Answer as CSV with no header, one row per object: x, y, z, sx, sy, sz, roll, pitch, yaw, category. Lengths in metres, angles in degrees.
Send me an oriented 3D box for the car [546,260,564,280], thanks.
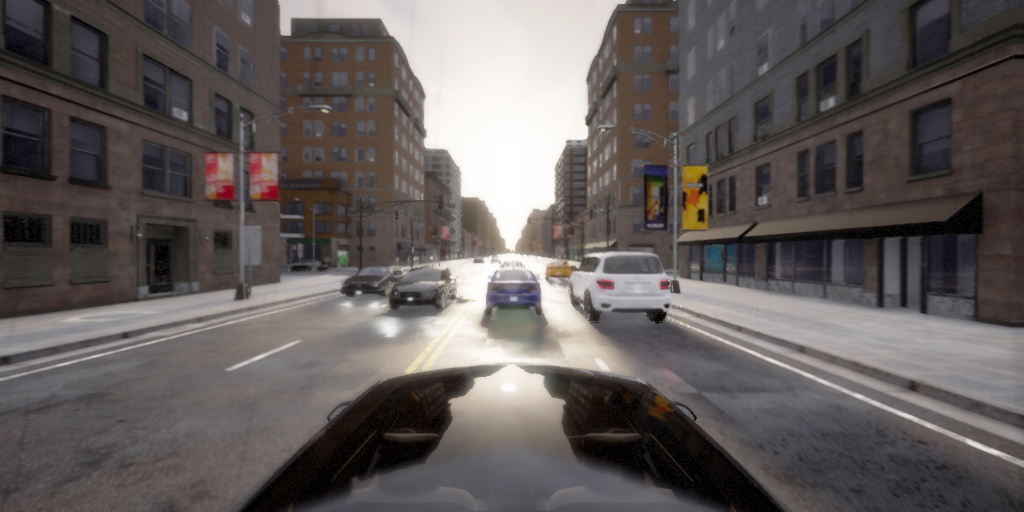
3.693,1.035,28.014,1.882,1.535,5.008,0,1,9,car

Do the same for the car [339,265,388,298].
-6.552,1.178,18.022,2.033,1.411,5.357,0,0,0,car

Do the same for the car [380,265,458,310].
-3.327,1.165,14.201,1.837,1.490,4.892,0,0,0,car

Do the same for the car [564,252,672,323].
3.302,0.896,12.004,2.150,2.045,5.566,0,0,1,car

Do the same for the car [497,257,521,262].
0.055,1.033,28.100,1.882,1.535,5.008,0,1,0,car

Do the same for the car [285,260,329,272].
-22.137,1.057,38.776,4.313,1.339,1.948,0,0,0,car

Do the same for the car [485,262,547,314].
0.062,1.142,13.401,1.882,1.535,5.008,0,0,0,car
